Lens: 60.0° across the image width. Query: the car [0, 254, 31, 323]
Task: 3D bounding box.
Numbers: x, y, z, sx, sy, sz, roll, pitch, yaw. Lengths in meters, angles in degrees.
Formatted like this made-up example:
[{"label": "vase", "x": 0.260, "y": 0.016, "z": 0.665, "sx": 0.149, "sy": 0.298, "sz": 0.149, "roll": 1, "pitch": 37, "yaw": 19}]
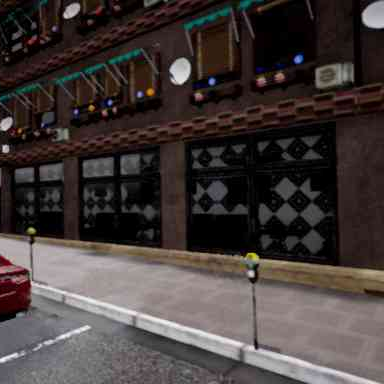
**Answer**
[{"label": "car", "x": -4.772, "y": 1.549, "z": 6.147, "sx": 4.507, "sy": 1.381, "sz": 1.887, "roll": 0, "pitch": -1, "yaw": 36}]
